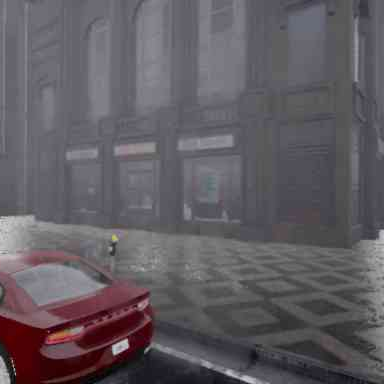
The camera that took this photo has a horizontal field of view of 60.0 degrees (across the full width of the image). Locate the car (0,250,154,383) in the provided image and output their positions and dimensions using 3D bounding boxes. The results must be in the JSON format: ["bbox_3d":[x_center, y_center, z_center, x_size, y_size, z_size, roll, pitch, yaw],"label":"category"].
[{"bbox_3d":[-2.597,1.554,4.923,4.507,1.381,1.887,0,1,35],"label":"car"}]
